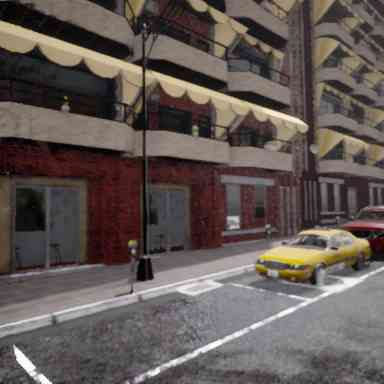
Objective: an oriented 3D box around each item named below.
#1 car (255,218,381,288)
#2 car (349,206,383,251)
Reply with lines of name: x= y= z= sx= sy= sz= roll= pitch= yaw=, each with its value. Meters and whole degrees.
car: x=3.833 y=1.753 z=10.106 sx=4.829 sy=1.417 sz=1.752 roll=0 pitch=-1 yaw=-43
car: x=8.030 y=1.531 z=13.965 sx=5.009 sy=1.841 sz=2.192 roll=0 pitch=-1 yaw=-43
